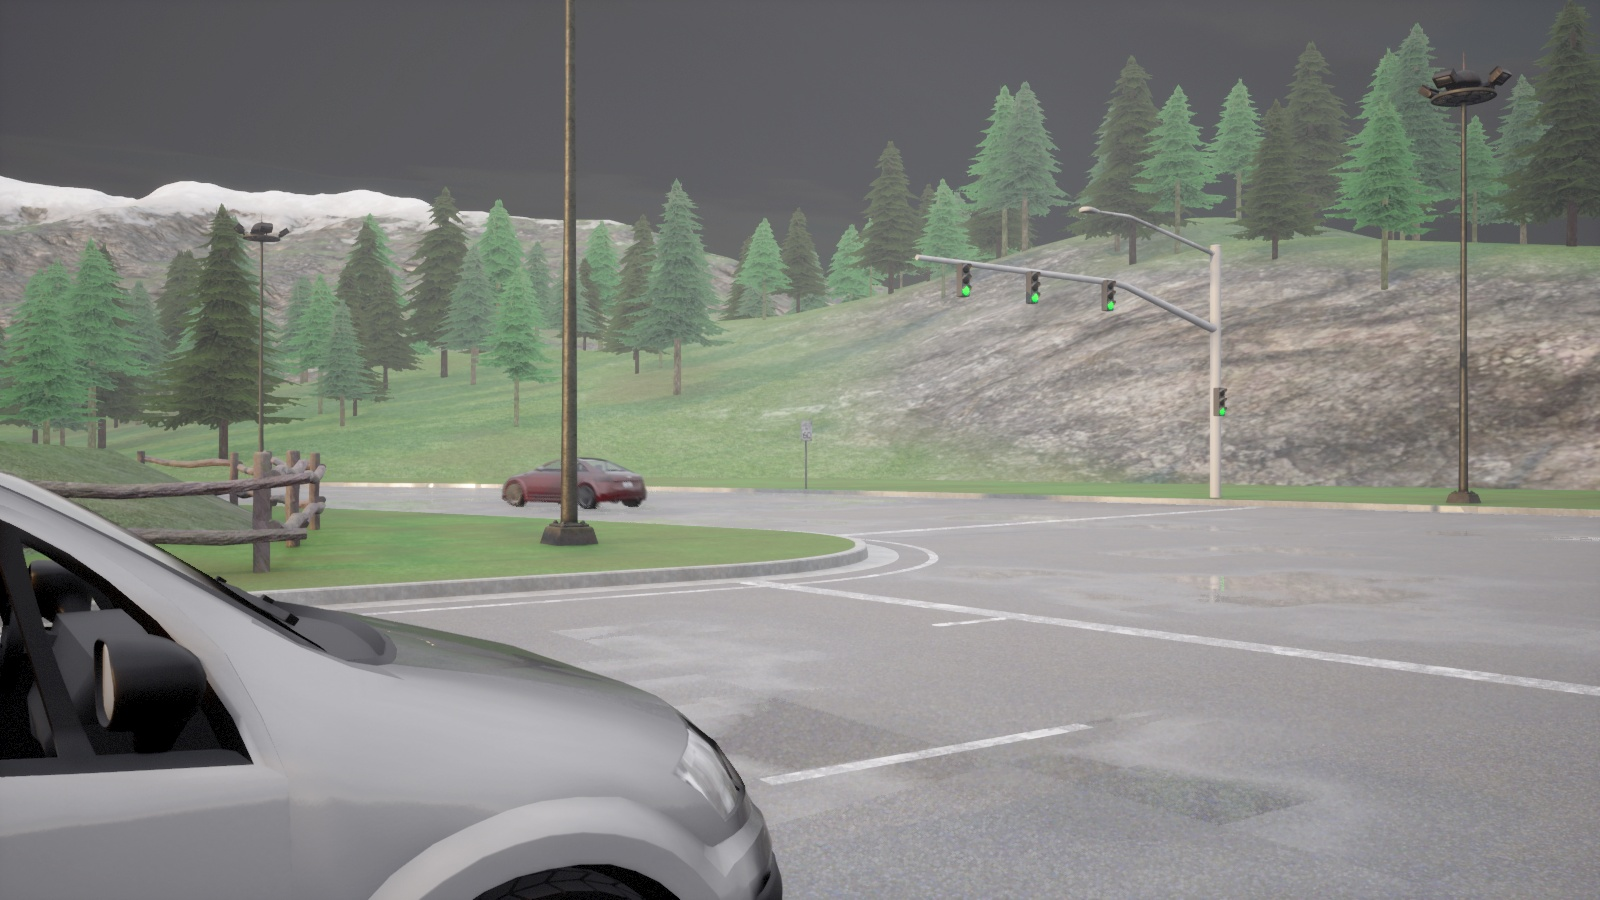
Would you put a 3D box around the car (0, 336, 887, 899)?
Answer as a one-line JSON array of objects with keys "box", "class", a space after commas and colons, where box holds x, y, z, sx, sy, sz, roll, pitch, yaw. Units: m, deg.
[{"box": [-1.980, 0.652, 2.281, 3.988, 1.617, 1.851, 0, 0, -35], "class": "car"}]

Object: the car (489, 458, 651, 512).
[{"box": [-6.305, 0.906, 34.314, 4.181, 1.385, 1.994, 0, 0, 35], "class": "car"}]
